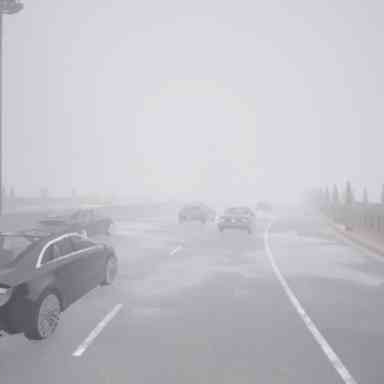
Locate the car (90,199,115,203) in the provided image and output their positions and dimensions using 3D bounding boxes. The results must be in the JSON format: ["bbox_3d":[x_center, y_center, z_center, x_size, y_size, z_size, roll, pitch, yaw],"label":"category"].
[{"bbox_3d":[-8.692,1.465,31.373,1.882,1.535,5.008,0,0,17],"label":"car"}]

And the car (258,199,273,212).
[{"bbox_3d":[8.715,1.598,40.208,1.812,1.442,4.674,0,0,16],"label":"car"}]

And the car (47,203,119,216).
[{"bbox_3d":[-5.233,1.480,15.542,1.837,1.490,4.892,0,0,10],"label":"car"}]

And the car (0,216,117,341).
[{"bbox_3d":[-2.946,1.474,6.511,2.128,1.511,4.902,0,0,5],"label":"car"}]

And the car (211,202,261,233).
[{"bbox_3d":[2.781,1.552,19.768,2.033,1.411,5.357,0,0,14],"label":"car"}]

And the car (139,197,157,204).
[{"bbox_3d":[-7.744,1.647,58.963,1.994,1.385,4.181,0,0,17],"label":"car"}]

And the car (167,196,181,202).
[{"bbox_3d":[-3.207,1.465,61.951,1.994,1.385,4.181,0,0,16],"label":"car"}]

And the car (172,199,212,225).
[{"bbox_3d":[0.450,1.495,24.302,2.128,1.511,4.902,0,0,15],"label":"car"}]
